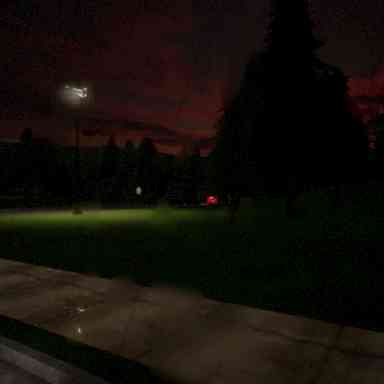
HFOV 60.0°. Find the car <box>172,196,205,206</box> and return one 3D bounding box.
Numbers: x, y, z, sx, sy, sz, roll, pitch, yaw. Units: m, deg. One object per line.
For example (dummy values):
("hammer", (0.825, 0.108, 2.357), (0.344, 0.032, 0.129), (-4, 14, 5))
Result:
("car", (-0.561, 1.454, 54.122), (2.128, 1.511, 4.902), (0, 0, 33))

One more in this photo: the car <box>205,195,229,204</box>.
("car", (4.866, 1.185, 62.636), (2.150, 2.045, 5.566), (0, 0, 33))

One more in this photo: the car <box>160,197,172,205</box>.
("car", (-3.015, 1.522, 56.760), (1.994, 1.385, 4.181), (0, 0, 33))

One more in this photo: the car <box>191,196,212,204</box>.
("car", (1.908, 1.485, 64.508), (1.812, 1.442, 4.674), (0, 0, 33))

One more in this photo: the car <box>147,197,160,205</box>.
("car", (-5.955, 1.518, 58.660), (1.994, 1.385, 4.181), (0, 0, 33))

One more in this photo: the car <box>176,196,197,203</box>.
("car", (-1.034, 1.480, 66.404), (1.812, 1.442, 4.674), (0, 0, 33))
